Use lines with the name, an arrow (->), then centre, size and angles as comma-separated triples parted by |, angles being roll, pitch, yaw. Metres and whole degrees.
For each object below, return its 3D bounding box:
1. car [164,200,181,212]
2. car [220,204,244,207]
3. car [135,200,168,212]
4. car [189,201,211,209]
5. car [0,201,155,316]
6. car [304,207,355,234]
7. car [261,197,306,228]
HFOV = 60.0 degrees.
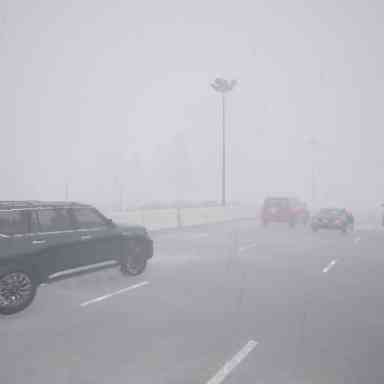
car -> -1.637, 1.838, 43.637 | 1.837, 1.490, 4.892 | 0, -1, 33
car -> 4.889, 1.875, 40.849 | 1.812, 1.442, 4.674 | 0, -1, 33
car -> -5.313, 1.838, 44.395 | 1.812, 1.442, 4.674 | 0, -1, 33
car -> 2.005, 1.855, 42.841 | 1.837, 1.490, 4.892 | 0, -1, 33
car -> -3.306, 1.224, 7.921 | 2.150, 2.045, 5.566 | 0, 0, 32
car -> 8.674, 1.674, 20.333 | 2.033, 1.411, 5.357 | 0, -1, 32
car -> 6.722, 1.373, 23.792 | 2.150, 2.045, 5.566 | 0, -1, 32
